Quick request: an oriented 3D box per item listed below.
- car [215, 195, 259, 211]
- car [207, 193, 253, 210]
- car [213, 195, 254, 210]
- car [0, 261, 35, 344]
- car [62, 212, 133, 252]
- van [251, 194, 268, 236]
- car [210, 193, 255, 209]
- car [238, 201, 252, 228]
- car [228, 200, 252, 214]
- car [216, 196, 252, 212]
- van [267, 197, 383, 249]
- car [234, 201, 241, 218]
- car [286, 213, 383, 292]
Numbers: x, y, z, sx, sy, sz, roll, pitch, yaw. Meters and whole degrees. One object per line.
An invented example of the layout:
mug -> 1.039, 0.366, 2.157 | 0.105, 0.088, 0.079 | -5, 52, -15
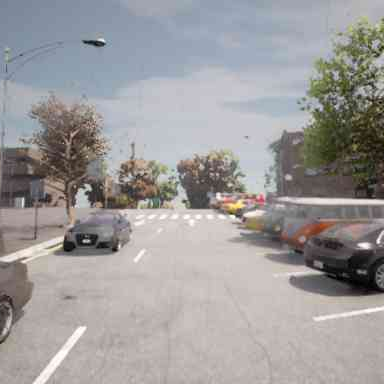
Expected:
car -> 5.211, 1.282, 38.884 | 4.553, 1.767, 2.185 | 1, -1, -21
car -> 5.128, 1.301, 44.861 | 5.566, 2.045, 2.435 | 2, -5, -20
car -> 5.223, 1.315, 41.908 | 4.553, 1.767, 2.185 | 2, -3, -21
car -> -3.663, 1.542, 3.561 | 2.033, 1.411, 5.357 | 0, 0, -1
car -> -3.710, 1.538, 13.693 | 1.994, 1.385, 4.181 | 0, 0, 0
van -> 5.180, 1.229, 14.644 | 4.442, 1.987, 1.878 | 1, 0, -20
car -> 5.252, 1.163, 35.833 | 5.566, 2.045, 2.435 | 1, 0, -21
car -> 5.476, 1.449, 17.775 | 5.366, 1.575, 1.946 | 1, 0, -20
car -> 5.313, 1.478, 23.765 | 4.674, 1.452, 2.002 | 1, 0, -20
car -> 5.470, 1.420, 32.885 | 5.366, 1.575, 1.946 | 1, 0, -20
van -> 5.169, 1.235, 11.616 | 4.442, 1.987, 1.878 | 1, 0, -20
car -> 5.318, 1.484, 20.736 | 4.674, 1.452, 2.002 | 1, 0, -20
car -> 5.252, 1.469, 8.639 | 4.892, 1.521, 2.231 | 1, 0, -20
